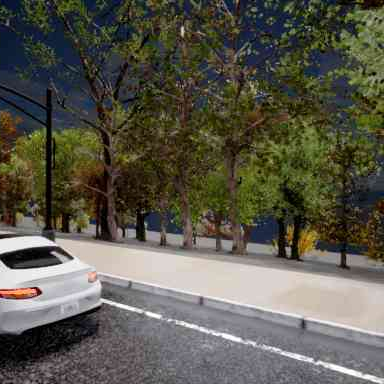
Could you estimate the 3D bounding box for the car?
[{"bbox_3d":[-3.624,1.525,6.273,4.674,1.442,1.812,0,0,37],"label":"car"}]
